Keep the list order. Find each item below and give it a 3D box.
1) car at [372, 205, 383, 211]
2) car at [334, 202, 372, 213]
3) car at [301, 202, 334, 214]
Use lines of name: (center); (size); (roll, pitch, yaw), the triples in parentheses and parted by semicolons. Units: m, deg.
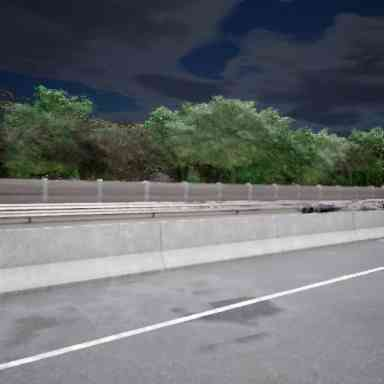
car: (18.118, 1.732, 29.247); (4.181, 1.385, 1.994); (0, 0, -34)
car: (16.124, 1.691, 32.124); (4.674, 1.442, 1.812); (0, 0, -34)
car: (13.453, 1.760, 34.550); (4.718, 1.301, 1.895); (0, 0, -34)
